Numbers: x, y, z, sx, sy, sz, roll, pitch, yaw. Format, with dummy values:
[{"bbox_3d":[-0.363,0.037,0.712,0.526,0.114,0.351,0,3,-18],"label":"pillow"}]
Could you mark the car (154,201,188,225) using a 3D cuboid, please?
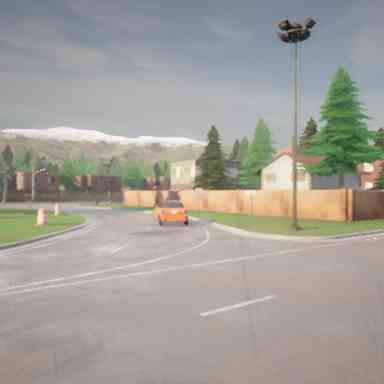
[{"bbox_3d":[-1.661,1.447,25.049,2.097,1.767,4.553,0,0,-12],"label":"car"}]
